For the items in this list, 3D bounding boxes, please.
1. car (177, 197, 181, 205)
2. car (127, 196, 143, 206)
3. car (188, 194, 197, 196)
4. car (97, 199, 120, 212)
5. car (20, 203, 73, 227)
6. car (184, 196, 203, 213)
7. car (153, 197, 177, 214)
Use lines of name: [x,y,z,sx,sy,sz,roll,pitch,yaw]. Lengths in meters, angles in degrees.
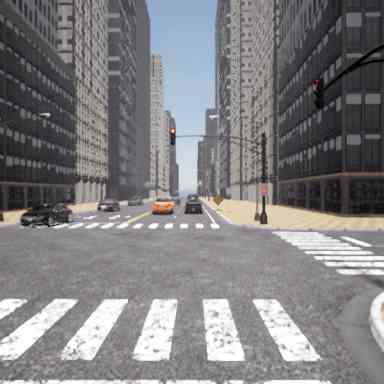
car: [-3.099,1.634,62.148,2.128,1.511,4.902,0,0,1]
car: [-9.693,1.471,56.905,2.097,1.767,4.553,0,0,1]
car: [0.142,1.364,61.723,2.150,2.045,5.566,0,0,0]
car: [-9.766,1.554,39.208,2.128,1.511,4.902,0,0,0]
car: [-9.945,1.532,23.124,1.837,1.490,4.892,0,0,3]
car: [0.179,1.563,37.490,1.837,1.490,4.892,0,0,0]
car: [-3.073,1.408,36.703,2.097,1.767,4.553,0,0,0]
